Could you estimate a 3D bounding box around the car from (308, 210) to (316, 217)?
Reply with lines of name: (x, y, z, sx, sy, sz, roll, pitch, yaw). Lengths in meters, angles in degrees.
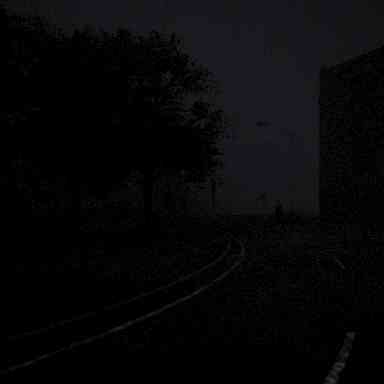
car: (26.166, 4.956, 75.634, 2.002, 1.452, 4.674, 0, -4, 28)

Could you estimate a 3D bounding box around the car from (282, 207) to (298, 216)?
car: (15.900, 3.417, 56.193, 2.002, 1.452, 4.674, 2, -3, 28)

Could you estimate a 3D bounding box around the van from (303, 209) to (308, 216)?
van: (21.075, 3.928, 66.012, 1.878, 1.987, 4.442, 0, -4, 28)

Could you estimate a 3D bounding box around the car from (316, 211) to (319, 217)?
car: (28.794, 5.183, 80.601, 2.185, 1.767, 4.553, 0, -4, 28)

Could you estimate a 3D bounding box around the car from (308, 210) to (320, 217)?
car: (31.372, 5.569, 85.473, 2.185, 1.767, 4.553, 0, -4, 28)

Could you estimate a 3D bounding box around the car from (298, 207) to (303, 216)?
car: (18.449, 3.790, 61.048, 2.163, 1.488, 4.792, 0, -4, 28)
